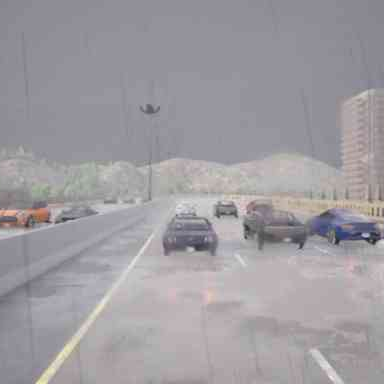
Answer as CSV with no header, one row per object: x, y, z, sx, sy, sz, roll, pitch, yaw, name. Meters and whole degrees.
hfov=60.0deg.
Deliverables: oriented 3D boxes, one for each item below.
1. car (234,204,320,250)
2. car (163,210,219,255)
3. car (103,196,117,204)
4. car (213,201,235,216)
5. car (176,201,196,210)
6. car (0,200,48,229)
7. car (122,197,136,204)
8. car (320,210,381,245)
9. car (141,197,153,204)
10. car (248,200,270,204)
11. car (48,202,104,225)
3.368,1.505,14.361,2.128,1.511,4.902,0,0,-1,car
-0.102,1.615,13.260,1.895,1.301,4.718,0,0,-1,car
-15.521,1.550,63.288,1.882,1.535,5.008,0,0,-1,car
2.968,1.522,30.226,2.128,1.511,4.902,0,0,-1,car
-0.571,1.559,31.161,1.812,1.442,4.674,0,0,-2,car
-11.017,1.379,21.978,2.097,1.767,4.553,0,0,-1,car
-12.028,1.597,63.470,1.812,1.442,4.674,0,0,-1,car
6.844,1.539,15.485,1.812,1.442,4.674,0,0,-1,car
-8.531,1.632,63.556,1.994,1.385,4.181,0,0,-1,car
6.427,1.509,31.841,1.882,1.535,5.008,0,0,-1,car
-7.516,1.590,22.005,1.994,1.385,4.181,0,0,-1,car
